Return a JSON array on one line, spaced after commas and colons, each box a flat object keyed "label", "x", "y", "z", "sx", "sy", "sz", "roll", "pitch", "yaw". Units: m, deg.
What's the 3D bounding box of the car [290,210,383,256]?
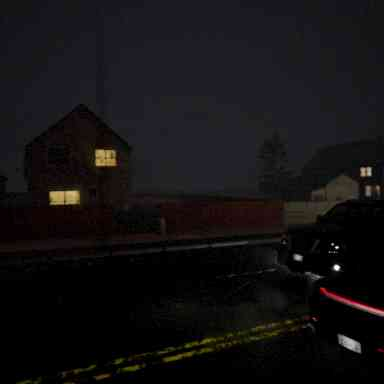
[{"label": "car", "x": 6.833, "y": 1.572, "z": 13.883, "sx": 5.357, "sy": 1.411, "sz": 2.033, "roll": 0, "pitch": 0, "yaw": -27}]

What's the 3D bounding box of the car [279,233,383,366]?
[{"label": "car", "x": 3.926, "y": 1.499, "z": 4.857, "sx": 4.902, "sy": 1.511, "sz": 2.128, "roll": 0, "pitch": 0, "yaw": -27}]

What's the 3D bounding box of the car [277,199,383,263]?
[{"label": "car", "x": 5.018, "y": 1.238, "z": 9.297, "sx": 5.566, "sy": 2.045, "sz": 2.150, "roll": 0, "pitch": 0, "yaw": -27}]
